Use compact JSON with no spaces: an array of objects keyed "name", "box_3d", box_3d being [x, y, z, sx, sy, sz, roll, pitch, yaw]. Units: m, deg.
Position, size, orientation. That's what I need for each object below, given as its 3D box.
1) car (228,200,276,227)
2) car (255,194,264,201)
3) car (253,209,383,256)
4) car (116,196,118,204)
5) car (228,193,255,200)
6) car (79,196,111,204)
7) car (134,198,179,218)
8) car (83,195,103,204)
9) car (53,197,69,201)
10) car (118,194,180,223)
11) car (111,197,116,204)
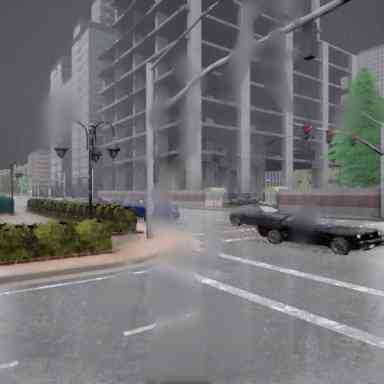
[{"name":"car","box_3d":[4.264,1.472,20.453,1.812,1.442,4.674,0,0,-38]},{"name":"car","box_3d":[9.500,1.114,52.377,1.905,1.878,3.866,0,0,-36]},{"name":"car","box_3d":[4.947,1.583,13.353,1.895,1.301,4.718,0,0,-36]},{"name":"car","box_3d":[-11.792,1.437,54.596,2.128,1.511,4.902,0,0,-36]},{"name":"car","box_3d":[7.110,1.114,50.663,1.905,1.878,3.866,0,0,-36]},{"name":"car","box_3d":[-10.827,1.492,35.061,2.033,1.411,5.357,0,0,-36]},{"name":"car","box_3d":[-3.343,1.422,30.713,1.882,1.535,5.008,0,0,-36]},{"name":"car","box_3d":[-19.430,1.436,65.114,2.128,1.511,4.902,0,0,-36]},{"name":"car","box_3d":[-17.627,1.471,44.463,1.812,1.442,4.674,0,0,-36]},{"name":"car","box_3d":[-3.130,1.165,24.467,2.150,2.045,5.566,0,0,-36]},{"name":"car","box_3d":[-12.126,1.492,42.816,2.033,1.411,5.357,0,0,-36]}]
